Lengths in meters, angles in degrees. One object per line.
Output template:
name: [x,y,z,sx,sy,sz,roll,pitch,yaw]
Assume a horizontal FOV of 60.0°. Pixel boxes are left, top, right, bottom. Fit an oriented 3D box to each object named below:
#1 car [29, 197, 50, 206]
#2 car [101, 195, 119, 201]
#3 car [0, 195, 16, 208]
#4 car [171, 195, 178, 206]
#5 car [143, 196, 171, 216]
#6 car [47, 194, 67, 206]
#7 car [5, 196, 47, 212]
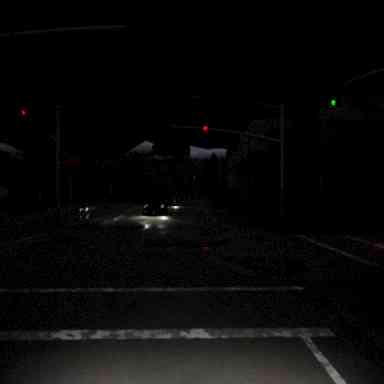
car: [-25.934,1.589,56.699,1.970,1.475,3.806,0,0,0]
car: [-22.142,1.730,90.097,4.611,1.667,2.242,0,0,0]
car: [-25.875,1.320,48.220,1.932,1.855,4.605,0,0,0]
car: [-3.522,1.387,55.556,2.097,1.767,4.553,0,0,1]
car: [-3.583,1.376,33.394,2.097,1.767,4.553,0,0,0]
car: [-22.607,1.305,56.096,1.905,1.878,3.866,0,0,0]
car: [-18.910,1.514,38.225,2.007,1.523,4.514,0,0,0]
